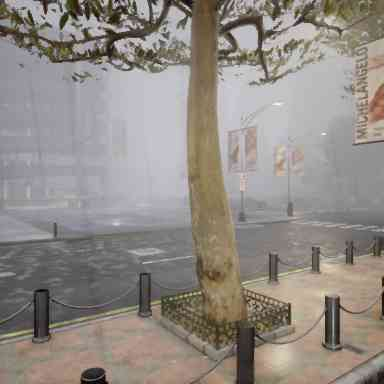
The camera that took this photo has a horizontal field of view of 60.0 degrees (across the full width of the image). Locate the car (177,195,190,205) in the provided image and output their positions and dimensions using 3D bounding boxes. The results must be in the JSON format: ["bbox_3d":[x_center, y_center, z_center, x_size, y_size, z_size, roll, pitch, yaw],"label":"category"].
[{"bbox_3d":[0.140,1.352,55.523,2.097,1.767,4.553,0,0,-38],"label":"car"}]

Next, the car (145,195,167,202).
[{"bbox_3d":[-8.377,1.525,77.501,4.902,1.511,2.128,0,0,26],"label":"car"}]

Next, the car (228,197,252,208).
[{"bbox_3d":[5.626,1.547,48.119,2.033,1.411,5.357,0,0,-36],"label":"car"}]

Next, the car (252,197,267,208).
[{"bbox_3d":[8.932,1.477,49.510,1.882,1.535,5.008,0,0,-37],"label":"car"}]

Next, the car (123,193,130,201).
[{"bbox_3d":[-17.935,1.165,81.196,5.566,2.045,2.150,0,0,11],"label":"car"}]

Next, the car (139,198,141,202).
[{"bbox_3d":[-9.589,1.524,74.201,4.674,1.442,1.812,0,0,26],"label":"car"}]

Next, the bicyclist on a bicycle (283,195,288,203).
[{"bbox_3d":[17.527,1.300,62.337,1.656,1.620,0.582,0,0,-36],"label":"bicyclist on a bicycle"}]

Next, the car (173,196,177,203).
[{"bbox_3d":[-3.275,1.491,64.969,4.902,1.511,2.128,0,0,44],"label":"car"}]

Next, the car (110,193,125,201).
[{"bbox_3d":[-18.867,1.545,77.822,4.718,1.301,1.895,0,0,11],"label":"car"}]

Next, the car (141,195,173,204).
[{"bbox_3d":[-6.685,1.547,63.376,5.357,1.411,2.033,0,0,41],"label":"car"}]
